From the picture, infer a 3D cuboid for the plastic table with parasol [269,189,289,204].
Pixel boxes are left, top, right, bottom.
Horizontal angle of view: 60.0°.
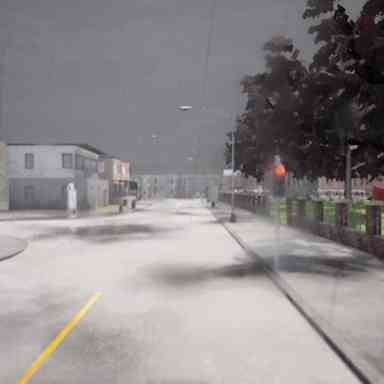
[{"bbox_3d":[15.170,0.734,58.175,2.482,2.480,2.482,-1,1,-40],"label":"plastic table with parasol"}]
